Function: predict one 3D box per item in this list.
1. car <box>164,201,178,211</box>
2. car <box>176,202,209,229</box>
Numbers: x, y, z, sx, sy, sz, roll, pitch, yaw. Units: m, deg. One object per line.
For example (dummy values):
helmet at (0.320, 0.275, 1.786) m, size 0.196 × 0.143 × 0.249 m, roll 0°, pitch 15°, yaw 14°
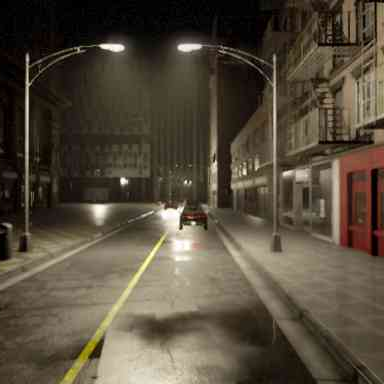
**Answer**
car at (-3.029, 2.032, 48.729) m, size 1.895 × 1.301 × 4.718 m, roll 0°, pitch -1°, yaw 0°
car at (0.087, 1.712, 23.093) m, size 1.837 × 1.490 × 4.892 m, roll 0°, pitch 0°, yaw 0°
